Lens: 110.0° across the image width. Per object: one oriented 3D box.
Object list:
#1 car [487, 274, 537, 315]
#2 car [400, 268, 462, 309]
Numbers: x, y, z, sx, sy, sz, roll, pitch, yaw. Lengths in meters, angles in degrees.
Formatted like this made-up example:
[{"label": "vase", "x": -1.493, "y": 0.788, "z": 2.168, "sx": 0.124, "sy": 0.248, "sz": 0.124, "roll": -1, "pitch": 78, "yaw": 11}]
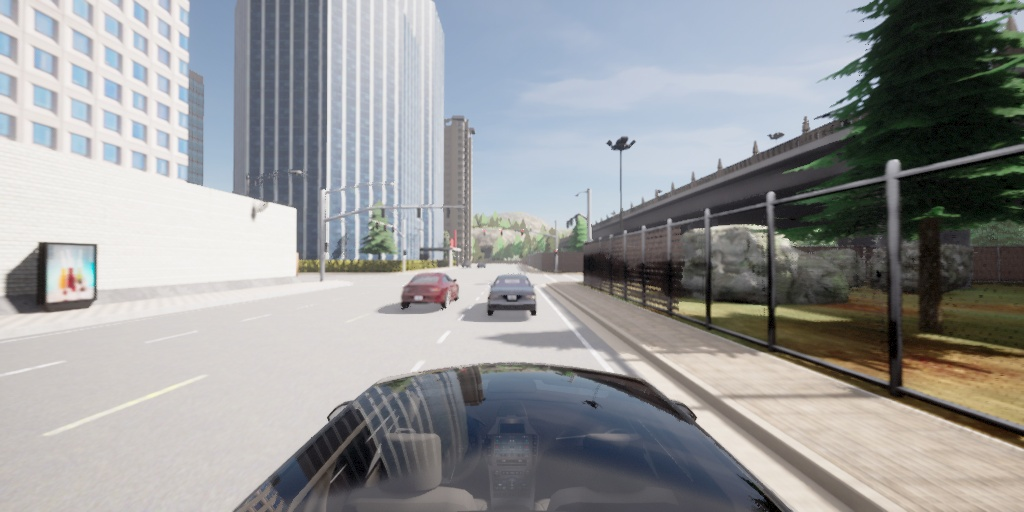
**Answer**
[{"label": "car", "x": 0.007, "y": 1.438, "z": 14.334, "sx": 2.033, "sy": 1.411, "sz": 5.357, "roll": 0, "pitch": -1, "yaw": 0}, {"label": "car", "x": -3.480, "y": 1.431, "z": 15.723, "sx": 1.812, "sy": 1.442, "sz": 4.674, "roll": 0, "pitch": 0, "yaw": 0}]
